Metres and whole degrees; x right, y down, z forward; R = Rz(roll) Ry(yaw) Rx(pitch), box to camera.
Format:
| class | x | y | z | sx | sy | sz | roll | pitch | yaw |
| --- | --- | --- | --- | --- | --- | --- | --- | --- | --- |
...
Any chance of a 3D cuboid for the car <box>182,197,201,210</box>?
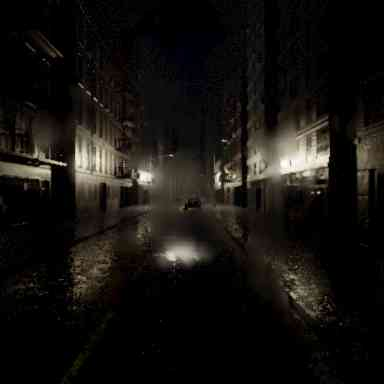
| class | x | y | z | sx | sy | sz | roll | pitch | yaw |
| --- | --- | --- | --- | --- | --- | --- | --- | --- | --- |
| car | 0.105 | 1.409 | 44.884 | 2.097 | 1.767 | 4.553 | 0 | 0 | 0 |

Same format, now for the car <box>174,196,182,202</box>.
| class | x | y | z | sx | sy | sz | roll | pitch | yaw |
| --- | --- | --- | --- | --- | --- | --- | --- | --- | --- |
| car | -2.991 | 1.628 | 75.197 | 1.895 | 1.301 | 4.718 | 0 | 0 | 0 |
